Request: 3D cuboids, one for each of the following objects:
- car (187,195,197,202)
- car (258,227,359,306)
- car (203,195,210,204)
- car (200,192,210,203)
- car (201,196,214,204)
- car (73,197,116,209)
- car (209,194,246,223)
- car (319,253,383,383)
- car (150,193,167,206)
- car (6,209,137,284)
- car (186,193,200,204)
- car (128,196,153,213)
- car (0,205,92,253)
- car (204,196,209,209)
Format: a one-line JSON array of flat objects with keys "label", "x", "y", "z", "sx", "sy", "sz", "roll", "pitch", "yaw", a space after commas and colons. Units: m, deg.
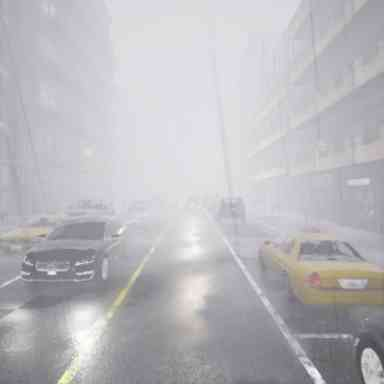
[{"label": "car", "x": -0.009, "y": 1.332, "z": 66.594, "sx": 1.994, "sy": 1.385, "sz": 4.181, "roll": 0, "pitch": 0, "yaw": 0}, {"label": "car", "x": 2.700, "y": 1.496, "z": 7.893, "sx": 1.752, "sy": 1.417, "sz": 4.829, "roll": 1, "pitch": 0, "yaw": 0}, {"label": "car", "x": 2.695, "y": 1.399, "z": 41.130, "sx": 1.887, "sy": 1.381, "sz": 4.507, "roll": 1, "pitch": 0, "yaw": 0}, {"label": "car", "x": 2.697, "y": 1.151, "z": 46.696, "sx": 2.192, "sy": 1.841, "sz": 5.009, "roll": 1, "pitch": 0, "yaw": 0}, {"label": "car", "x": 2.692, "y": 1.364, "z": 57.834, "sx": 1.947, "sy": 1.339, "sz": 4.313, "roll": 1, "pitch": 0, "yaw": 0}, {"label": "car", "x": -5.679, "y": 1.247, "z": 18.890, "sx": 2.192, "sy": 1.841, "sz": 5.009, "roll": 1, "pitch": 0, "yaw": 0}, {"label": "car", "x": 2.700, "y": 1.227, "z": 24.426, "sx": 2.192, "sy": 1.841, "sz": 5.009, "roll": 1, "pitch": 0, "yaw": 0}, {"label": "car", "x": 2.700, "y": 1.542, "z": 2.155, "sx": 2.008, "sy": 1.369, "sz": 4.403, "roll": 1, "pitch": 0, "yaw": 0}, {"label": "car", "x": -5.684, "y": 1.132, "z": 52.297, "sx": 2.192, "sy": 1.841, "sz": 5.009, "roll": 1, "pitch": 0, "yaw": 0}, {"label": "car", "x": -3.001, "y": 1.471, "z": 9.549, "sx": 1.837, "sy": 1.490, "sz": 4.892, "roll": 0, "pitch": 0, "yaw": 0}, {"label": "car", "x": -0.007, "y": 1.329, "z": 56.543, "sx": 1.812, "sy": 1.442, "sz": 4.674, "roll": 0, "pitch": 0, "yaw": 0}, {"label": "car", "x": -5.685, "y": 1.440, "z": 35.595, "sx": 1.947, "sy": 1.339, "sz": 4.313, "roll": 1, "pitch": 0, "yaw": 0}, {"label": "car", "x": -5.682, "y": 1.478, "z": 13.153, "sx": 1.752, "sy": 1.417, "sz": 4.829, "roll": 1, "pitch": 0, "yaw": 0}, {"label": "car", "x": 2.696, "y": 1.424, "z": 35.562, "sx": 2.008, "sy": 1.369, "sz": 4.403, "roll": 1, "pitch": 0, "yaw": 0}]
